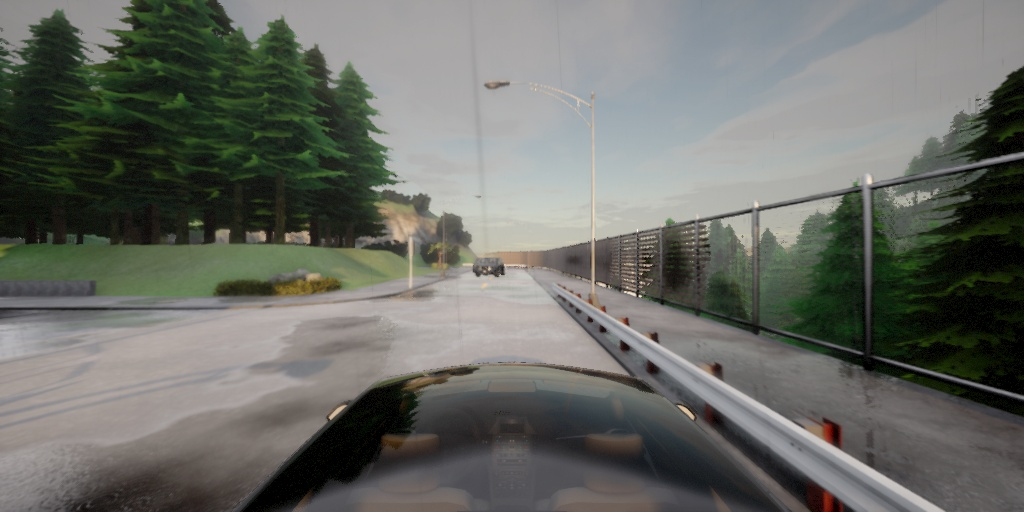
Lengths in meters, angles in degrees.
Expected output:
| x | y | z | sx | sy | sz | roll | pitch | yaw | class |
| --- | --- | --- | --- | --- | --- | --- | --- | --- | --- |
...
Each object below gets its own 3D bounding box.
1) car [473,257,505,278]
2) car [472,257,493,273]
| x | y | z | sx | sy | sz | roll | pitch | yaw | class |
| --- | --- | --- | --- | --- | --- | --- | --- | --- | --- |
| -2.161 | 1.131 | 36.622 | 2.150 | 2.045 | 5.566 | 0 | 0 | 9 | car |
| -3.852 | 1.185 | 48.104 | 2.150 | 2.045 | 5.566 | 0 | 0 | 2 | car |
